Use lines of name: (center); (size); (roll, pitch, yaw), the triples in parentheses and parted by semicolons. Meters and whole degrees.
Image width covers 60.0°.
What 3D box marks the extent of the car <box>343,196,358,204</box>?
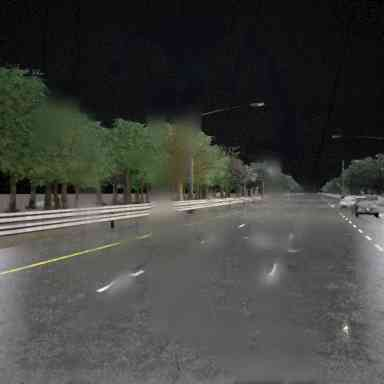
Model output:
car: (31.320, 1.521, 65.614); (1.812, 1.442, 4.674); (0, 0, 35)

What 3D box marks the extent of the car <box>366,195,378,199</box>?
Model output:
car: (43.959, 1.508, 80.696); (4.902, 1.511, 2.128); (0, 0, -41)

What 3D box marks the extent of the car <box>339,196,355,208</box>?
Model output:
car: (21.981, 1.596, 47.075); (1.895, 1.301, 4.718); (0, 0, 21)

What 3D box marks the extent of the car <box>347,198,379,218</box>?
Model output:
car: (15.795, 1.544, 30.518); (2.033, 1.411, 5.357); (0, 0, 20)
